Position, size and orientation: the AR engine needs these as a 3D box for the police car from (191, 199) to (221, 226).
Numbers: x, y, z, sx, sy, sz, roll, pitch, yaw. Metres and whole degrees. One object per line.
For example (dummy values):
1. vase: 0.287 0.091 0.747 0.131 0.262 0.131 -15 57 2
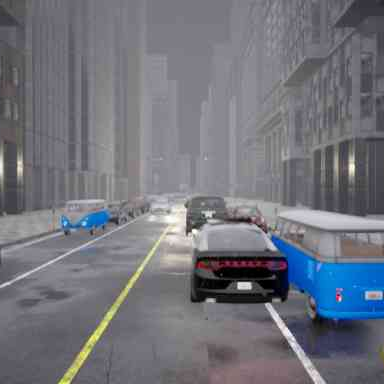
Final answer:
1. police car: 0.931 1.398 24.332 1.930 1.638 5.238 0 0 0

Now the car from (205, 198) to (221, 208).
1. car: 2.820 1.514 46.359 1.947 1.339 4.313 0 0 0

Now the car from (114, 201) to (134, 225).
1. car: -5.735 1.539 23.814 1.947 1.339 4.313 0 0 0

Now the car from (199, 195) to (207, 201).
1. car: 2.872 1.475 85.812 1.947 1.339 4.313 0 0 0

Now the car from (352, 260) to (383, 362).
1. car: 2.761 1.523 1.439 1.752 1.417 4.829 0 0 0

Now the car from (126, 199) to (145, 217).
1. car: -5.727 1.533 29.450 1.947 1.339 4.313 0 0 0

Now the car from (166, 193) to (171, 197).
1. car: -5.683 1.370 63.271 1.967 1.590 4.097 0 0 0

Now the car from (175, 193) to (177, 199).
1. car: -5.653 1.460 85.817 2.008 1.369 4.403 0 0 0

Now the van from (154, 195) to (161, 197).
1. van: -5.706 1.289 46.360 1.690 1.788 3.998 0 0 0

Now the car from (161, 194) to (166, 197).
1. car: -5.698 1.382 51.997 1.967 1.590 4.097 0 0 0

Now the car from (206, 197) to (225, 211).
1. car: 2.812 1.394 40.722 1.967 1.590 4.097 0 0 0

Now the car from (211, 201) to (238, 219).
1. car: 2.798 1.517 29.450 2.008 1.369 4.403 0 0 0

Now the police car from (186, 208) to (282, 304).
1. police car: 0.910 1.415 8.332 1.930 1.638 5.238 0 0 0

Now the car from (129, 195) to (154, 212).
1. car: -5.721 1.275 35.086 2.192 1.841 5.009 0 0 0

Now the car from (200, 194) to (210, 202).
1. car: 2.857 1.359 74.540 1.967 1.590 4.097 0 0 0

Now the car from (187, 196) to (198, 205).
1. car: 0.075 1.441 58.068 1.837 1.490 4.892 0 0 0

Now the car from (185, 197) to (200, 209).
1. car: 0.095 1.454 45.056 1.837 1.490 4.892 0 0 1

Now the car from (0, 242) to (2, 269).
1. car: -5.757 1.558 6.903 1.947 1.339 4.313 0 0 0

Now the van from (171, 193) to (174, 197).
1. van: -5.668 1.260 74.544 1.690 1.788 3.998 0 0 0

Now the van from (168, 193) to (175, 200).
1. van: -5.647 1.246 91.453 1.690 1.788 3.998 0 0 0

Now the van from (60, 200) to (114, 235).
1. van: -5.743 1.320 18.177 1.690 1.788 3.998 0 0 0

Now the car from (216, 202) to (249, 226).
1. car: 2.791 1.498 23.984 1.752 1.417 4.829 0 0 0

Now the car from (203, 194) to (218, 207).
1. car: 2.827 1.257 51.995 2.192 1.841 5.009 0 0 0

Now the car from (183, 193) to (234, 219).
1. car: 0.756 1.195 18.245 2.150 2.045 5.566 0 0 0

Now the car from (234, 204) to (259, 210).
1. car: 2.783 1.419 18.177 1.967 1.590 4.097 0 0 0

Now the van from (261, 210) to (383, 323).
1. van: 2.767 1.333 6.904 1.690 1.788 3.998 0 0 0

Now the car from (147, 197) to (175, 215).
1. car: -3.049 1.488 33.363 1.812 1.442 4.674 0 0 0
